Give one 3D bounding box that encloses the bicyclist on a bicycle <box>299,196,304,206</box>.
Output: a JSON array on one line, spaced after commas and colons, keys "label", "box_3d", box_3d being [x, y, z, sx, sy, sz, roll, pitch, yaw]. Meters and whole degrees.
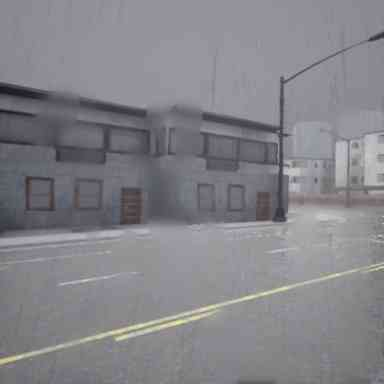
[{"label": "bicyclist on a bicycle", "box_3d": [17.788, 1.411, 54.016, 0.582, 1.620, 1.656, 2, 0, 44]}]
